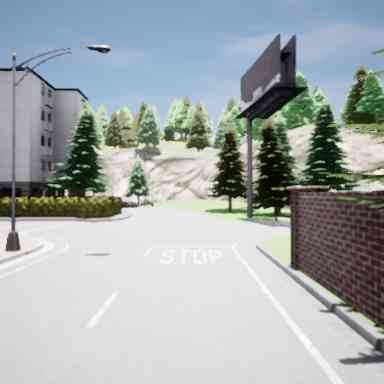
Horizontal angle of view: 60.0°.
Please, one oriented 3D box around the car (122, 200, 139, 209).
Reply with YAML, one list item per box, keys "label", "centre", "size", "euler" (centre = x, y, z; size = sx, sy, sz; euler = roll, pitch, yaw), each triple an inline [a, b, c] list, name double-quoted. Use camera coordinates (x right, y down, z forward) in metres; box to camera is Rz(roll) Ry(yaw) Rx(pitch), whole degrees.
- label: "car"
  centre: [-10.439, 2.063, 55.984]
  size: [1.994, 1.385, 4.181]
  euler: [1, -1, -29]
